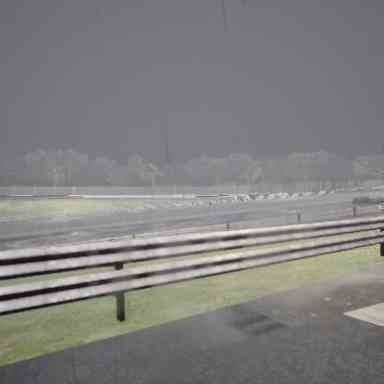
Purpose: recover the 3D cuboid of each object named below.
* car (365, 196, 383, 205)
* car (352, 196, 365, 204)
[{"bbox_3d":[34.736,1.530,61.092,4.902,1.511,2.128,-4,2,-28],"label":"car"},{"bbox_3d":[33.070,1.516,64.170,4.892,1.490,1.837,-4,2,-28],"label":"car"}]
